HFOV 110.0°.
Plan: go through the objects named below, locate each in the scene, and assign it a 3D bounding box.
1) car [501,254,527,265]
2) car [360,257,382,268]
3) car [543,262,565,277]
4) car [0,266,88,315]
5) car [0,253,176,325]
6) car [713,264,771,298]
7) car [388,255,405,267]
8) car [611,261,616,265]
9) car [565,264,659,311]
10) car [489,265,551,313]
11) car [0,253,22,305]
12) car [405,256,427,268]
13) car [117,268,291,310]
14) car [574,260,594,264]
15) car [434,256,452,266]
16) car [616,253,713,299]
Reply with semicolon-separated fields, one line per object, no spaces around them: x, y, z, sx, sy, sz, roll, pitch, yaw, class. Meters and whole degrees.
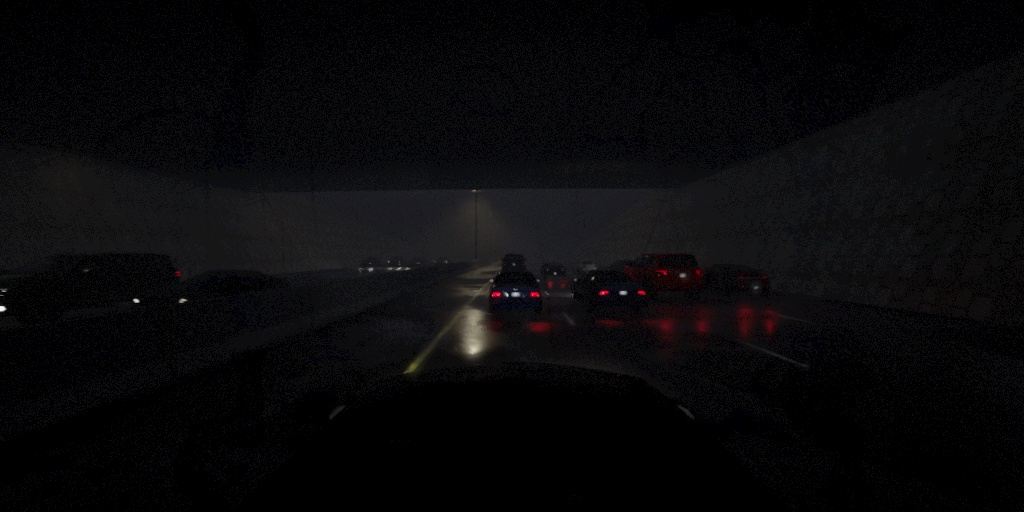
0.162;0.799;33.287;2.150;2.045;5.566;0;0;0;car
-20.941;0.959;53.370;1.837;1.490;4.892;0;0;1;car
3.660;1.185;32.643;1.895;1.301;4.718;0;0;0;car
-17.587;1.162;11.558;1.882;1.535;5.008;0;0;0;car
-14.087;0.907;11.780;2.150;2.045;5.566;0;0;0;car
10.624;1.160;18.019;2.128;1.511;4.902;0;0;0;car
-17.427;0.799;55.052;2.097;1.767;4.553;0;0;1;car
10.665;1.085;34.273;1.837;1.490;4.892;0;0;0;car
3.617;1.232;14.153;2.033;1.411;5.357;0;0;0;car
0.116;1.233;13.676;2.033;1.411;5.357;0;0;0;car
-21.086;0.902;11.866;2.150;2.045;5.566;0;0;0;car
-13.947;0.964;53.392;1.837;1.490;4.892;0;0;1;car
-10.585;1.227;13.286;2.033;1.411;5.357;0;0;0;car
7.154;1.098;35.235;1.812;1.442;4.674;0;0;0;car
-10.446;0.808;54.336;2.097;1.767;4.553;0;0;1;car
7.123;0.890;17.604;2.150;2.045;5.566;0;0;0;car
